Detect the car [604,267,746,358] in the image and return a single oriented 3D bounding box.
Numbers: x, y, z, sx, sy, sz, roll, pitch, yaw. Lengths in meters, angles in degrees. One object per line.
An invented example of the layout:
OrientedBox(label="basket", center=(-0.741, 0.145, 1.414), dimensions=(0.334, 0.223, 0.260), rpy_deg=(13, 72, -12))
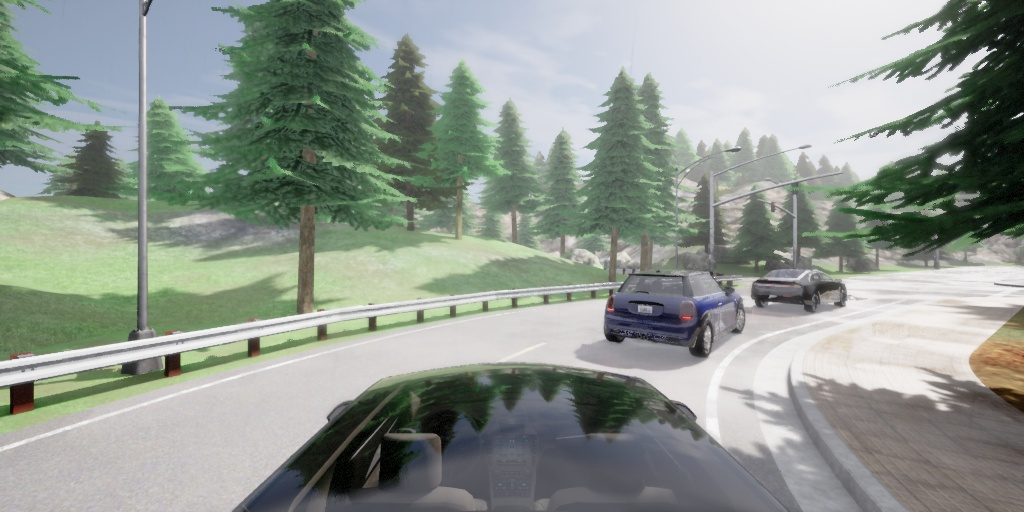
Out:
OrientedBox(label="car", center=(4.162, 1.109, 8.877), dimensions=(2.097, 1.767, 4.553), rpy_deg=(0, 0, 43))

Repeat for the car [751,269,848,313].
OrientedBox(label="car", center=(11.341, 1.256, 14.091), dimensions=(4.902, 1.511, 2.128), rpy_deg=(0, 0, -32))
